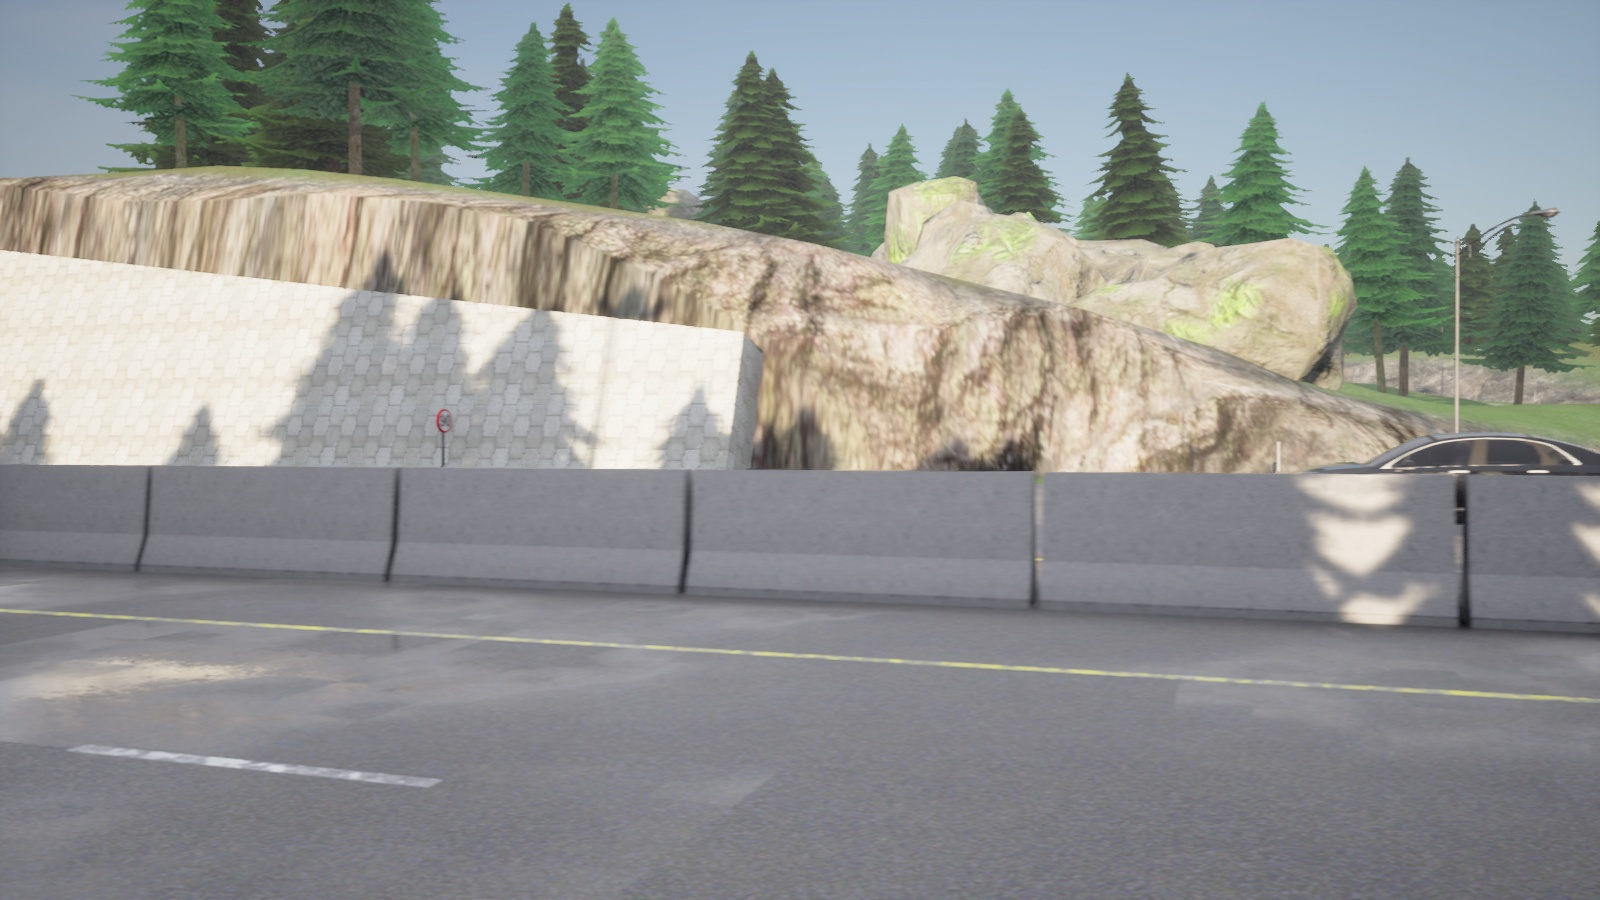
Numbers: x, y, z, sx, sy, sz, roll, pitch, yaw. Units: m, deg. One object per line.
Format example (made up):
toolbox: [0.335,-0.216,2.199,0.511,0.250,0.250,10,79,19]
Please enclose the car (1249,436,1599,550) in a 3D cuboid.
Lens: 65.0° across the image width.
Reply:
car: [9.257,0.571,18.541,4.892,1.490,1.837,1,1,19]
